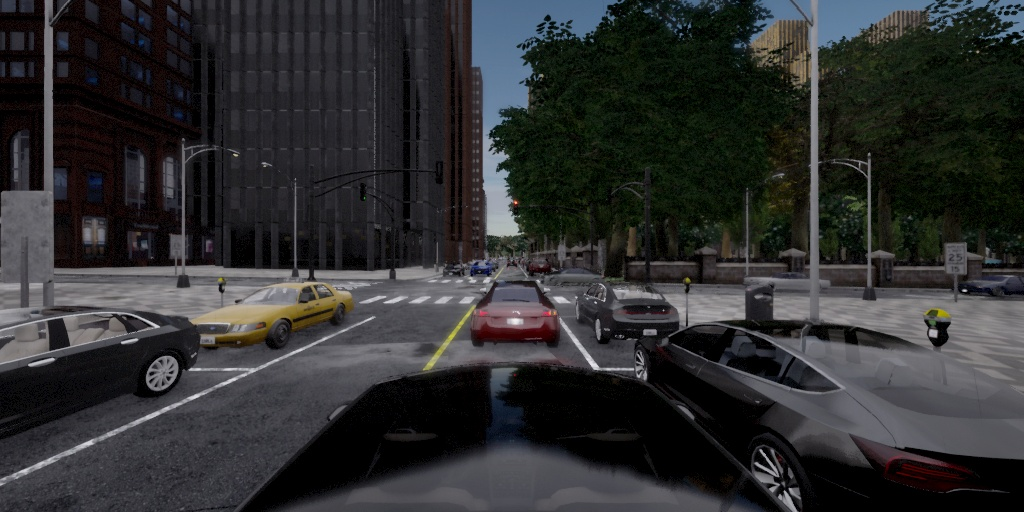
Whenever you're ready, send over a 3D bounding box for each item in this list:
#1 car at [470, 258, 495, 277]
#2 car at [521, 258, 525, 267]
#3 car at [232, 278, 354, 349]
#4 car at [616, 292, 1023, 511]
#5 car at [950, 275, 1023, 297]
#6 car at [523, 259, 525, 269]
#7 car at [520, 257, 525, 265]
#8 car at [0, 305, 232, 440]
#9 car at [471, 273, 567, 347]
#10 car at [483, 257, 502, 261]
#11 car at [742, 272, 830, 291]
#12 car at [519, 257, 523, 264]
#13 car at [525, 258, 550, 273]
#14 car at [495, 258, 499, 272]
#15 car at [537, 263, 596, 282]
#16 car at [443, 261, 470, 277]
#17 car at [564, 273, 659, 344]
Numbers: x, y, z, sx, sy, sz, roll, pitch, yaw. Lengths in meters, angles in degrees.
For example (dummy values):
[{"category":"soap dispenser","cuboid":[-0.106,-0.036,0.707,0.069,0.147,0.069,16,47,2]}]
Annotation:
[{"category":"car","cuboid":[-3.089,1.240,36.632,1.882,1.535,5.008,0,0,0]},{"category":"car","cuboid":[2.766,1.331,52.394,2.007,1.370,4.403,0,0,0]},{"category":"car","cuboid":[-5.762,1.276,9.182,1.751,1.417,4.829,0,0,0]},{"category":"car","cuboid":[2.763,1.316,3.848,1.948,1.339,4.313,0,0,0]},{"category":"car","cuboid":[33.288,2.008,24.260,5.357,1.411,2.033,1,0,0]},{"category":"car","cuboid":[2.766,1.340,46.938,1.948,1.339,4.313,0,0,0]},{"category":"car","cuboid":[2.767,1.337,57.851,2.007,1.370,4.403,0,0,0]},{"category":"car","cuboid":[-5.762,1.300,3.840,2.007,1.370,4.403,0,0,0]},{"category":"car","cuboid":[0.081,1.314,9.356,1.994,1.385,4.181,0,0,0]},{"category":"car","cuboid":[-3.080,1.277,56.642,2.128,1.511,4.902,0,0,0]},{"category":"car","cuboid":[18.358,1.751,24.184,4.718,1.301,1.895,1,0,0]},{"category":"car","cuboid":[2.767,1.233,63.307,1.967,1.591,4.097,0,0,0]},{"category":"car","cuboid":[2.765,1.077,36.025,2.192,1.841,5.009,0,0,0]},{"category":"car","cuboid":[-3.088,1.338,46.597,1.994,1.385,4.181,0,0,0]},{"category":"car","cuboid":[4.043,1.416,24.100,4.181,1.385,1.994,1,0,0]},{"category":"car","cuboid":[-5.760,1.328,36.017,1.948,1.339,4.313,0,0,0]},{"category":"car","cuboid":[2.763,1.301,9.361,2.007,1.370,4.403,0,0,0]}]
